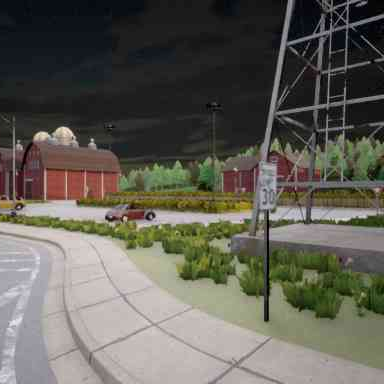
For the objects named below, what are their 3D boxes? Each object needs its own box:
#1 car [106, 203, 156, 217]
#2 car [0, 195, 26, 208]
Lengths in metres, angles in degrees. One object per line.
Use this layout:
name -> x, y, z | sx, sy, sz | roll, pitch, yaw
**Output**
car -> -4.637, 1.521, 25.422 | 1.784, 1.438, 3.905 | 0, 0, 39
car -> -22.257, 1.310, 39.383 | 1.932, 1.855, 4.605 | 0, 0, 39
